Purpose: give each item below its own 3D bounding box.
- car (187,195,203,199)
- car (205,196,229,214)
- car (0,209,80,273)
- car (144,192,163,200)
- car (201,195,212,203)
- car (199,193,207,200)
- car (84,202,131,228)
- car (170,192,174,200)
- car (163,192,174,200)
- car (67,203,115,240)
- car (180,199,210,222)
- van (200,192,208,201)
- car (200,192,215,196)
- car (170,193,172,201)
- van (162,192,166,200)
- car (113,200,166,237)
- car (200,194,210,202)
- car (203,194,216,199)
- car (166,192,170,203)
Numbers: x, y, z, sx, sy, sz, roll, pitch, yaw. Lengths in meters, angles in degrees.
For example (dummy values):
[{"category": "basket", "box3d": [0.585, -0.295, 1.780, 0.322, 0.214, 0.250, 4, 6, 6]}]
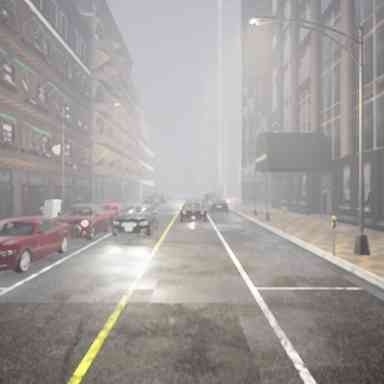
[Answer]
[{"category": "car", "box3d": [0.097, 1.333, 41.689, 1.895, 1.301, 4.718, 0, 0, 0]}, {"category": "car", "box3d": [2.568, 1.350, 32.563, 1.947, 1.339, 4.313, 0, 0, 0]}, {"category": "car", "box3d": [-5.309, 1.470, 10.412, 1.887, 1.381, 4.507, 1, 0, 0]}, {"category": "car", "box3d": [-5.312, 1.161, 43.626, 1.967, 1.590, 4.097, 0, 0, 0]}, {"category": "car", "box3d": [2.566, 1.213, 60.243, 1.802, 1.307, 4.206, 0, 0, 0]}, {"category": "car", "box3d": [2.564, 1.077, 77.019, 1.752, 1.417, 4.829, 0, 0, 0]}, {"category": "car", "box3d": [-5.310, 1.397, 21.484, 1.887, 1.381, 4.507, 0, 0, 0]}, {"category": "car", "box3d": [-5.315, 1.017, 71.305, 1.967, 1.590, 4.097, 0, 0, 0]}, {"category": "car", "box3d": [-5.314, 0.867, 76.841, 2.192, 1.841, 5.009, 0, 0, 0]}, {"category": "car", "box3d": [-5.309, 1.329, 15.946, 1.967, 1.590, 4.097, 1, 0, 0]}, {"category": "car", "box3d": [0.099, 1.432, 24.839, 1.895, 1.301, 4.718, 0, 0, 0]}, {"category": "van", "box3d": [2.566, 0.918, 71.312, 1.690, 1.788, 3.998, 0, 0, 0]}, {"category": "car", "box3d": [2.569, 1.006, 49.169, 2.192, 1.841, 5.009, 0, 0, 0]}, {"category": "car", "box3d": [-5.314, 1.181, 60.235, 2.008, 1.369, 4.403, 0, 0, 0]}, {"category": "van", "box3d": [-5.312, 1.031, 49.161, 1.690, 1.788, 3.998, 0, 0, 0]}, {"category": "car", "box3d": [-2.790, 1.372, 17.235, 2.128, 1.511, 4.902, 0, 0, 1]}, {"category": "car", "box3d": [2.565, 1.128, 65.949, 1.752, 1.417, 4.829, 0, 0, 0]}, {"category": "car", "box3d": [2.568, 1.277, 38.269, 1.752, 1.417, 4.829, 0, 0, 0]}, {"category": "car", "box3d": [-5.312, 0.975, 54.697, 2.192, 1.841, 5.009, 0, 0, 0]}]
